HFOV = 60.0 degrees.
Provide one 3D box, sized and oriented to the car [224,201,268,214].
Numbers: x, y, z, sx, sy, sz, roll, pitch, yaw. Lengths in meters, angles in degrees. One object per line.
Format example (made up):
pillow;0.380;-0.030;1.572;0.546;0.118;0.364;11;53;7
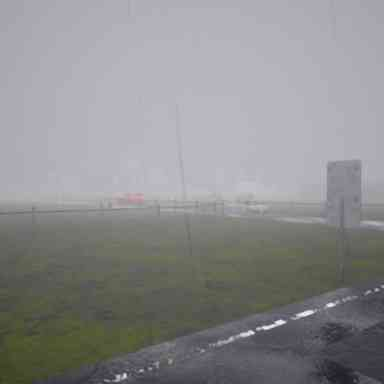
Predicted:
car;5.436;1.566;34.206;1.895;1.301;4.718;1;-1;-38

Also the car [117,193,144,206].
car;-9.883;1.155;53.293;2.150;2.045;5.566;1;0;-40
